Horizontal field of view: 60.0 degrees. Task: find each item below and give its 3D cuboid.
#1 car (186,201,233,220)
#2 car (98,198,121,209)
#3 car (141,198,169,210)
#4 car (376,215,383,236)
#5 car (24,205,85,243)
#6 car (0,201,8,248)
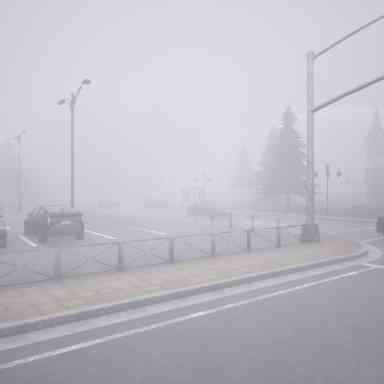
[{"bbox_3d":[1.434,1.491,28.450,2.128,1.511,4.902,0,0,-36],"label":"car"},{"bbox_3d":[-11.518,1.526,46.136,1.812,1.442,4.674,0,0,-36],"label":"car"},{"bbox_3d":[-4.859,1.505,43.202,1.837,1.490,4.892,0,0,-36],"label":"car"},{"bbox_3d":[10.308,1.477,14.147,1.882,1.535,5.008,1,-1,-15],"label":"car"},{"bbox_3d":[-6.387,1.340,15.298,2.007,1.523,4.514,0,0,-36],"label":"car"},{"bbox_3d":[-8.898,1.331,13.418,2.152,1.636,5.027,0,0,-36],"label":"car"}]
